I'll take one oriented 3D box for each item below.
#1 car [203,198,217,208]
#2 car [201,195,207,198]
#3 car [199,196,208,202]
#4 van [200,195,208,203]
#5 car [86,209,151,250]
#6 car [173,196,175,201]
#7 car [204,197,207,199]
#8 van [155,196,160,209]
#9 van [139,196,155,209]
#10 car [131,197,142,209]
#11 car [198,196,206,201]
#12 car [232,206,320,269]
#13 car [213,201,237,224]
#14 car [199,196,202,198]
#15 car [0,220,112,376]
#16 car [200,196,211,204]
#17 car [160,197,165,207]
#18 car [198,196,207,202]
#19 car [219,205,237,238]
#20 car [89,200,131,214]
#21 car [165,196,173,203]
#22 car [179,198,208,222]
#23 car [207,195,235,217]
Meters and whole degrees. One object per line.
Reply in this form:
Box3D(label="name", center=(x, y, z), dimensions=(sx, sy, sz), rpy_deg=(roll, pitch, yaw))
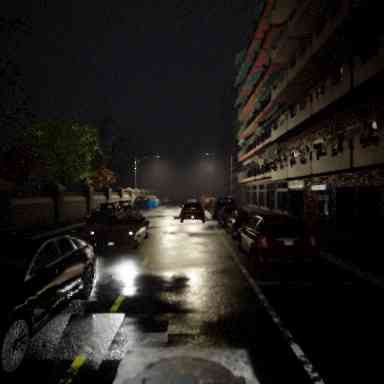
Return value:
Box3D(label="car", center=(2.676, 1.654, 50.591), dimensions=(1.802, 1.307, 4.206), rpy_deg=(0, 0, 0))
Box3D(label="car", center=(2.678, 1.500, 44.960), dimensions=(1.967, 1.590, 4.097), rpy_deg=(0, 0, 0))
Box3D(label="car", center=(2.667, 1.712, 78.742), dimensions=(1.947, 1.339, 4.313), rpy_deg=(0, 0, 0))
Box3D(label="van", center=(2.669, 1.472, 73.112), dimensions=(1.690, 1.788, 3.998), rpy_deg=(0, 0, 0))
Box3D(label="car", center=(-3.004, 1.615, 14.558), dimensions=(1.895, 1.301, 4.718), rpy_deg=(0, 0, 0))
Box3D(label="car", center=(-5.717, 1.743, 90.001), dimensions=(1.947, 1.339, 4.313), rpy_deg=(0, 0, 0))
Box3D(label="car", center=(2.679, 1.594, 39.331), dimensions=(1.887, 1.381, 4.507), rpy_deg=(0, 0, 0))
Box3D(label="van", center=(-5.702, 1.402, 44.958), dimensions=(1.690, 1.788, 3.998), rpy_deg=(0, 0, 0))
Box3D(label="van", center=(-5.701, 1.391, 39.329), dimensions=(1.690, 1.788, 3.998), rpy_deg=(0, 0, 0))
Box3D(label="car", center=(-5.696, 1.471, 28.068), dimensions=(1.967, 1.590, 4.097), rpy_deg=(0, 0, 0))
Box3D(label="car", center=(2.664, 1.721, 90.003), dimensions=(1.887, 1.381, 4.507), rpy_deg=(0, 0, 0))
Box3D(label="car", center=(2.689, 1.450, 11.180), dimensions=(1.967, 1.590, 4.097), rpy_deg=(0, 0, 0))
Box3D(label="car", center=(2.685, 1.568, 22.440), dimensions=(1.887, 1.381, 4.507), rpy_deg=(0, 0, 0))
Box3D(label="car", center=(0.081, 1.626, 45.957), dimensions=(1.994, 1.385, 4.181), rpy_deg=(0, 0, 0))
Box3D(label="car", center=(-3.085, 1.496, 5.629), dimensions=(2.128, 1.511, 4.902), rpy_deg=(0, 0, 0))
Box3D(label="car", center=(2.670, 1.556, 67.481), dimensions=(1.967, 1.590, 4.097), rpy_deg=(0, 0, 0))
Box3D(label="car", center=(-5.704, 1.623, 50.588), dimensions=(2.008, 1.369, 4.403), rpy_deg=(0, 0, 0))
Box3D(label="car", center=(2.665, 1.712, 84.373), dimensions=(2.008, 1.369, 4.403), rpy_deg=(0, 0, 0))
Box3D(label="car", center=(2.687, 1.567, 16.810), dimensions=(2.008, 1.369, 4.403), rpy_deg=(0, 0, 0))
Box3D(label="car", center=(-5.695, 1.464, 22.439), dimensions=(1.967, 1.590, 4.097), rpy_deg=(0, 0, 0))
Box3D(label="car", center=(-5.711, 1.656, 72.939), dimensions=(1.752, 1.417, 4.829), rpy_deg=(0, 0, 0))
Box3D(label="car", center=(0.064, 1.536, 26.431), dimensions=(1.837, 1.490, 4.892), rpy_deg=(0, 0, 0))
Box3D(label="car", center=(2.684, 1.346, 28.071), dimensions=(2.192, 1.841, 5.009), rpy_deg=(0, 0, 0))
